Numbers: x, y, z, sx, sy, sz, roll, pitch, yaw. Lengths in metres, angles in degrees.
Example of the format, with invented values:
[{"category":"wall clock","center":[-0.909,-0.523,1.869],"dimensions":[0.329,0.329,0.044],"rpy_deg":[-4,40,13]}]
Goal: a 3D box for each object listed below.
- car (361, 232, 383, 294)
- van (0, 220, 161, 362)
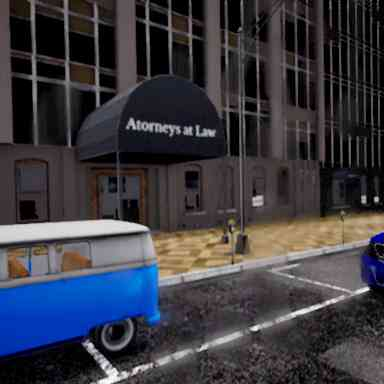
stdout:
[{"category":"car","center":[6.062,1.144,7.450],"dimensions":[5.566,2.045,2.150],"rpy_deg":[-1,0,-36]},{"category":"van","center":[-2.381,1.337,4.419],"dimensions":[3.998,1.788,1.690],"rpy_deg":[-1,0,-36]}]
